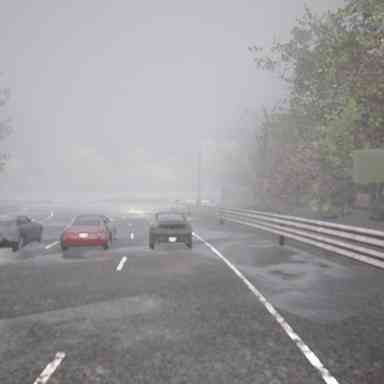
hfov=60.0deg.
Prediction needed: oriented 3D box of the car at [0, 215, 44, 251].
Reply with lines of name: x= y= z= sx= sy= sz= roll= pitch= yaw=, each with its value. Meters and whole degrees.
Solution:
car: x=-8.048 y=1.706 z=14.707 sx=1.994 sy=1.385 sz=4.181 roll=0 pitch=0 yaw=-8

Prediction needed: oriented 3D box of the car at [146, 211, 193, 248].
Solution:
car: x=-1.118 y=1.656 z=15.687 sx=1.837 sy=1.490 sz=4.892 roll=0 pitch=0 yaw=-8

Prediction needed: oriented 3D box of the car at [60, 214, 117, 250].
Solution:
car: x=-4.583 y=1.709 z=15.193 sx=1.994 sy=1.385 sz=4.181 roll=0 pitch=0 yaw=-8

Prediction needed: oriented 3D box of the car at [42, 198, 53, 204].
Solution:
car: x=-36.834 y=2.236 z=83.675 sx=5.008 sy=1.535 sz=1.882 roll=0 pitch=-1 yaw=40

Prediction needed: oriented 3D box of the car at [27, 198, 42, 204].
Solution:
car: x=-39.197 y=2.263 z=81.092 sx=4.674 sy=1.442 sz=1.812 roll=0 pitch=-1 yaw=40

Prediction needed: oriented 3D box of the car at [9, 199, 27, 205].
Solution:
car: x=-41.559 y=2.272 z=78.509 sx=4.181 sy=1.385 sz=1.994 roll=0 pitch=-1 yaw=40
